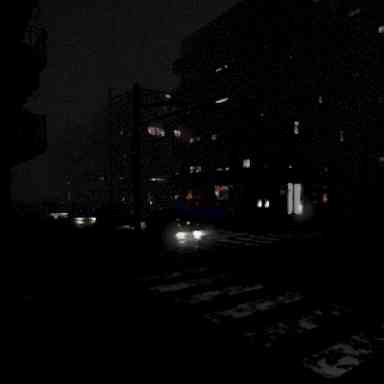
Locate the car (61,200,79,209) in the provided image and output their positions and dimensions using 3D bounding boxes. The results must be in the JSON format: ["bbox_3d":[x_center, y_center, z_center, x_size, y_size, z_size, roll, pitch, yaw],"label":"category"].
[{"bbox_3d":[-22.032,2.239,60.126,1.752,1.417,4.829,-1,0,-36],"label":"car"}]

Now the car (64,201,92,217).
[{"bbox_3d":[-12.417,1.916,37.240,1.882,1.535,5.008,-1,0,-36],"label":"car"}]

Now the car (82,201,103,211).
[{"bbox_3d":[-15.306,2.146,50.954,1.802,1.307,4.206,-1,0,-36],"label":"car"}]

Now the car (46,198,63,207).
[{"bbox_3d":[-28.561,2.175,69.024,2.192,1.841,5.009,-1,0,-36],"label":"car"}]

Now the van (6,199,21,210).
[{"bbox_3d":[-31.996,2.190,59.593,1.690,1.788,3.998,-1,0,-36],"label":"van"}]

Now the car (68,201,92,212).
[{"bbox_3d":[-16.082,2.080,47.654,1.812,1.442,4.674,-1,0,-36],"label":"car"}]

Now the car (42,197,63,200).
[{"bbox_3d":[-24.209,1.958,58.726,2.150,2.045,5.566,-1,0,-36],"label":"car"}]

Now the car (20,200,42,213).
[{"bbox_3d":[-22.055,2.209,46.041,1.802,1.307,4.206,-1,0,-36],"label":"car"}]

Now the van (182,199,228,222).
[{"bbox_3d":[1.248,1.536,28.364,1.690,1.788,3.998,-1,0,-36],"label":"van"}]

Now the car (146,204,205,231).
[{"bbox_3d":[-1.386,1.757,22.202,1.994,1.385,4.181,-1,0,-36],"label":"car"}]

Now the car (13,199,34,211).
[{"bbox_3d":[-25.370,2.141,50.558,1.967,1.590,4.097,-1,0,-36],"label":"car"}]

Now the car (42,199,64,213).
[{"bbox_3d":[-18.601,2.124,45.753,2.033,1.411,5.357,-1,0,-36],"label":"car"}]

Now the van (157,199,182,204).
[{"bbox_3d":[-2.064,1.610,32.883,1.690,1.788,3.998,-1,0,-36],"label":"van"}]

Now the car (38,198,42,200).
[{"bbox_3d":[-35.184,2.323,78.059,2.192,1.841,5.009,-1,0,-36],"label":"car"}]

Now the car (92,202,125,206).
[{"bbox_3d":[-6.809,1.665,29.586,2.097,1.767,4.553,-1,0,-36],"label":"car"}]

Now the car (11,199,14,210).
[{"bbox_3d":[-28.679,2.325,55.076,2.008,1.369,4.403,-1,0,-36],"label":"car"}]

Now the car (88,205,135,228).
[{"bbox_3d":[-5.494,1.840,23.453,1.802,1.307,4.206,-1,0,-36],"label":"car"}]
